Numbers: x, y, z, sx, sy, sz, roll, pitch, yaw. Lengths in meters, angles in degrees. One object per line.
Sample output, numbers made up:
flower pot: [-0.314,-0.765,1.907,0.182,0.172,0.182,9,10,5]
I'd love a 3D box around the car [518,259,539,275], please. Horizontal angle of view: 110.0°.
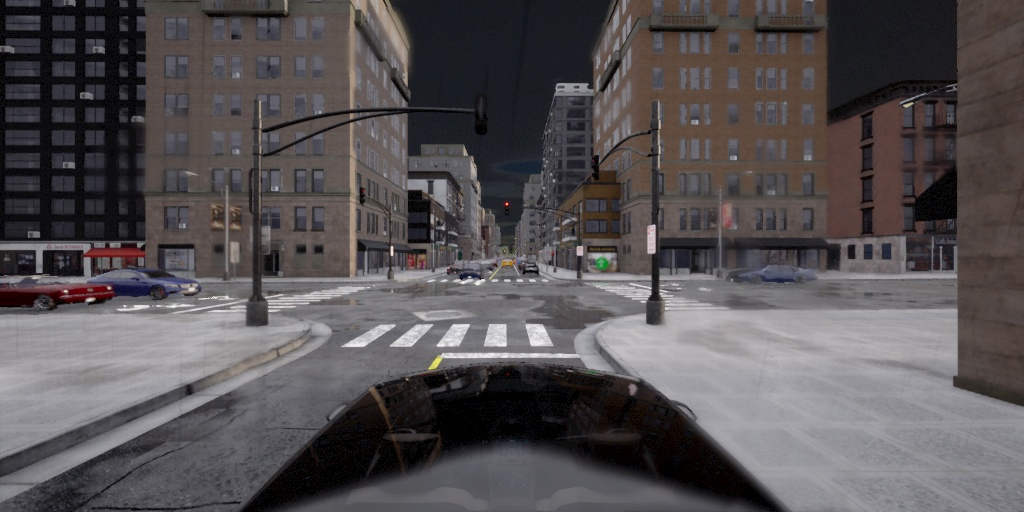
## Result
car: [2.010,1.355,39.760,1.948,1.339,4.313,0,0,0]

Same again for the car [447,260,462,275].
car: [-6.015,1.230,39.701,1.967,1.591,4.097,0,0,0]

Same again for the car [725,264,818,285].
car: [17.627,1.229,24.433,5.357,1.411,2.033,0,0,-1]

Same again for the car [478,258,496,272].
car: [-3.533,1.329,47.970,1.812,1.442,4.674,0,0,0]

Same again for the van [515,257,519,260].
van: [1.846,1.173,61.803,1.690,1.789,3.998,0,0,0]

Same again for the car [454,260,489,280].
car: [-3.410,1.324,31.314,2.033,1.411,5.357,0,0,0]

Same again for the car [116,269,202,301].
car: [-17.739,1.338,17.279,4.674,1.442,1.812,0,0,1]

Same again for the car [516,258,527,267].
car: [1.928,1.391,50.782,1.802,1.307,4.207,0,0,0]

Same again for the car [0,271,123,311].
car: [-18.734,1.409,14.024,4.718,1.301,1.895,0,0,-1]

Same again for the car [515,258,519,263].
car: [1.887,1.386,56.293,1.948,1.339,4.313,0,0,0]
